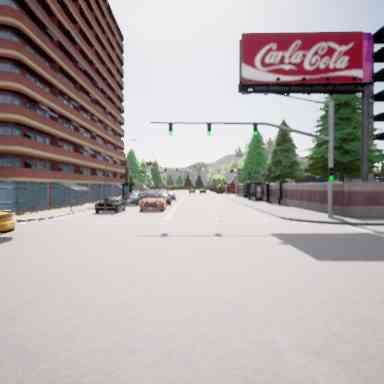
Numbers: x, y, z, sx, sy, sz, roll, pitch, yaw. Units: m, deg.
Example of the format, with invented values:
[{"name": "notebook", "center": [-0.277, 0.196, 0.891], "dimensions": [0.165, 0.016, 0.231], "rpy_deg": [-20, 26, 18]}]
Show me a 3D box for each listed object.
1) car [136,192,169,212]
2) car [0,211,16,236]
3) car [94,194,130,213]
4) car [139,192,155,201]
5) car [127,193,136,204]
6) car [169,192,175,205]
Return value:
[{"name": "car", "center": [-3.586, 0.842, 31.157], "dimensions": [2.097, 1.767, 4.553], "rpy_deg": [0, 1, 0]}, {"name": "car", "center": [-10.149, 1.247, 14.021], "dimensions": [5.008, 1.535, 1.882], "rpy_deg": [0, 1, 0]}, {"name": "car", "center": [-7.088, 1.121, 29.311], "dimensions": [1.895, 1.301, 4.718], "rpy_deg": [0, 1, 0]}, {"name": "car", "center": [-7.038, 0.704, 52.670], "dimensions": [1.994, 1.385, 4.181], "rpy_deg": [0, 1, 0]}, {"name": "car", "center": [-7.080, 0.840, 39.762], "dimensions": [2.128, 1.511, 4.902], "rpy_deg": [0, 1, 0]}, {"name": "car", "center": [-3.579, 0.892, 41.044], "dimensions": [1.994, 1.385, 4.181], "rpy_deg": [0, 1, 0]}]
